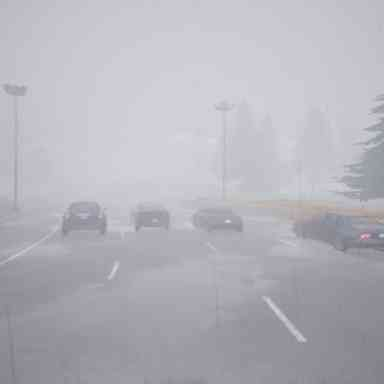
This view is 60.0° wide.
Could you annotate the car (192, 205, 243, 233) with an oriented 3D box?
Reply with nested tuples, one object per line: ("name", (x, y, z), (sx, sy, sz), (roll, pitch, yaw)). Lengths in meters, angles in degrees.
("car", (1.341, 1.456, 19.086), (1.994, 1.385, 4.181), (0, 1, -15))

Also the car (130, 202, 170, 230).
("car", (-2.612, 1.343, 20.036), (1.882, 1.535, 5.008), (0, 1, -15))

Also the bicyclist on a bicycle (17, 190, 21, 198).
("bicyclist on a bicycle", (-37.948, 0.305, 72.955), (0.582, 1.620, 1.656), (1, -20, 19))

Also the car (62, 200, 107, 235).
("car", (-5.767, 1.219, 18.252), (2.097, 1.767, 4.553), (0, 1, -14))

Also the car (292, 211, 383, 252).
("car", (6.103, 1.510, 13.785), (2.033, 1.411, 5.357), (0, 0, -9))
